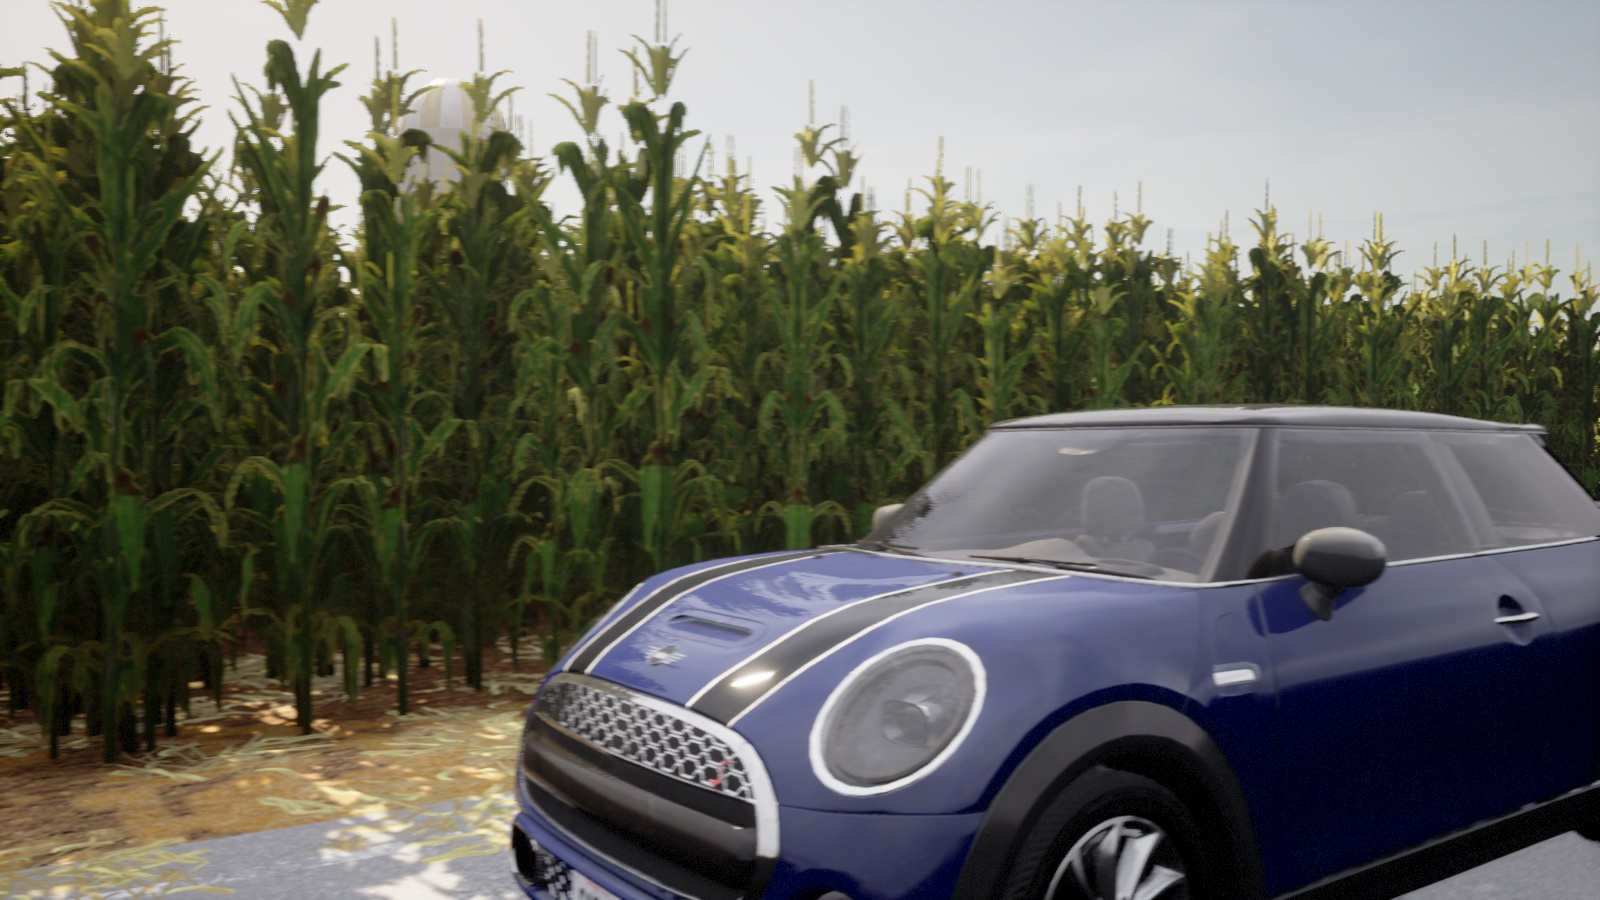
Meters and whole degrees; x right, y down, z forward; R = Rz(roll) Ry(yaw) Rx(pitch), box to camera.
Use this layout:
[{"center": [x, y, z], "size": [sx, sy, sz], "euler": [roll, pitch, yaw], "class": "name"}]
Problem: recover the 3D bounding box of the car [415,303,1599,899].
[{"center": [1.221, 0.612, 4.511], "size": [4.553, 1.767, 2.097], "euler": [0, 0, -35], "class": "car"}]
